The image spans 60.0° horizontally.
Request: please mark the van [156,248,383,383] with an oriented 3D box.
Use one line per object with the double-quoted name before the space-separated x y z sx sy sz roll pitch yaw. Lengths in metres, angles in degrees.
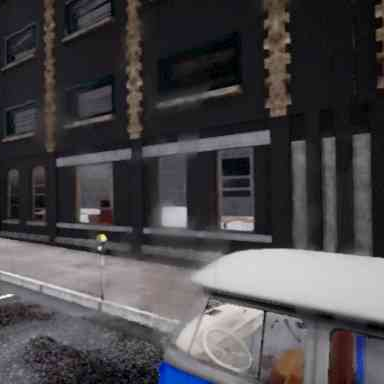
"van" 1.574 1.341 1.773 3.998 1.788 1.690 0 -1 36
